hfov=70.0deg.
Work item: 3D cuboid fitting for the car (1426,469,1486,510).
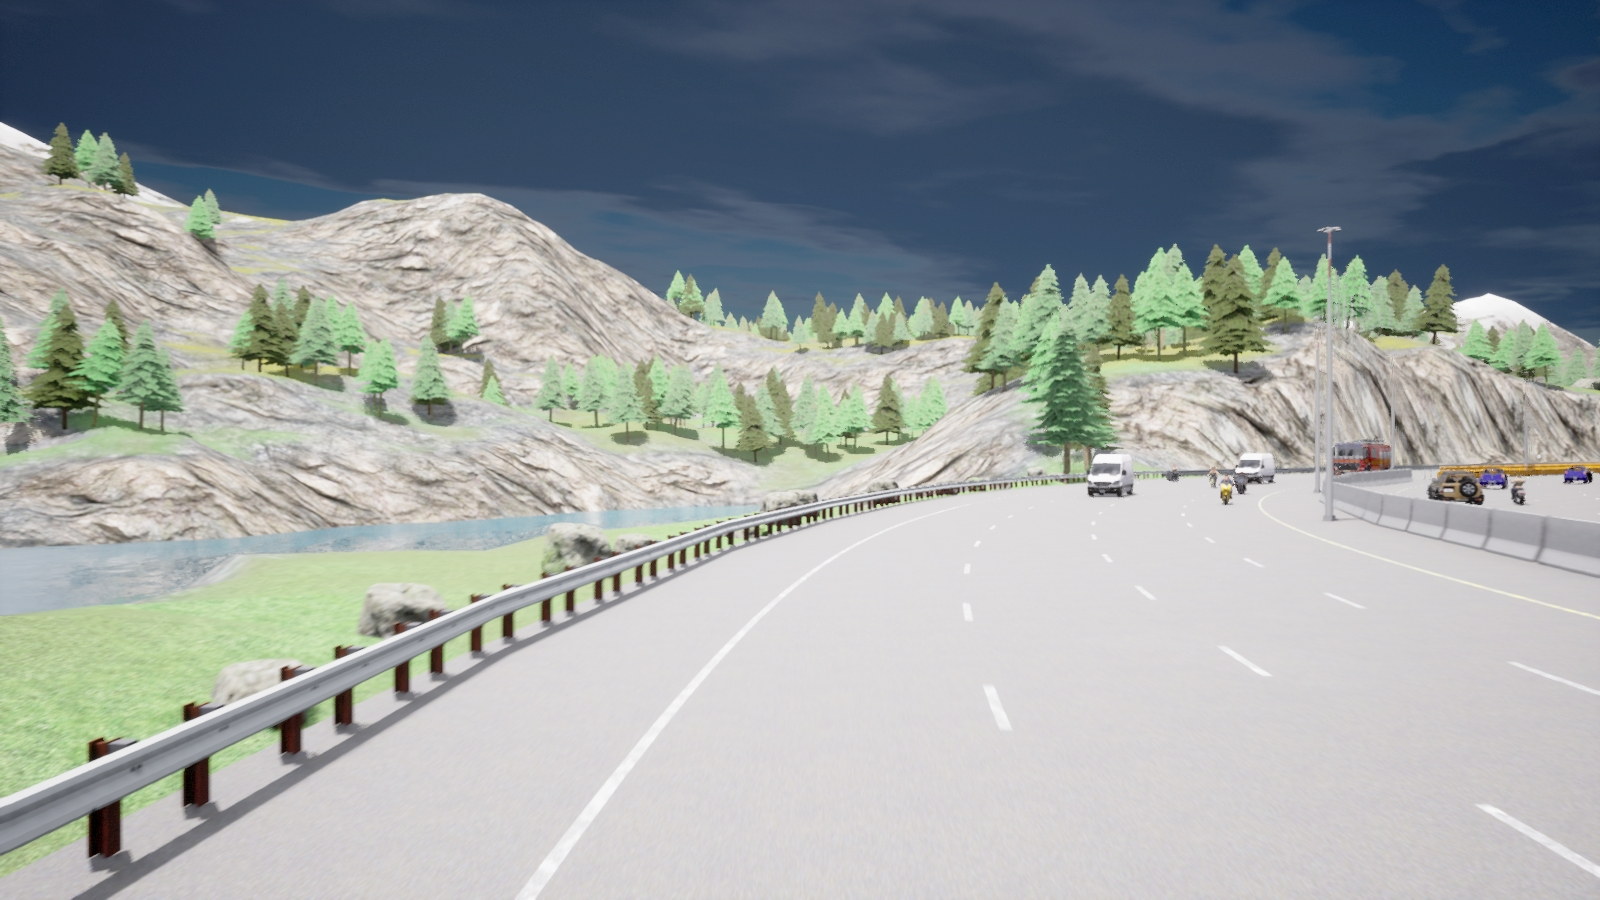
[{"bbox_3d":[32.116,1.905,56.062,1.932,1.855,4.605,0,0,22],"label":"car"}]

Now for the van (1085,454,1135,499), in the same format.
[{"bbox_3d":[18.951,1.558,69.647,1.988,2.561,5.915,0,0,25],"label":"van"}]

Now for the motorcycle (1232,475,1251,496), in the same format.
[{"bbox_3d":[27.929,2.240,72.230,0.867,1.251,2.209,0,0,27],"label":"motorcycle"}]

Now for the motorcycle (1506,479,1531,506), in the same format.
[{"bbox_3d":[37.489,2.194,59.649,0.764,1.325,2.356,1,0,25],"label":"motorcycle"}]

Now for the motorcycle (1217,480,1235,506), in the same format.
[{"bbox_3d":[21.854,2.204,58.618,0.803,1.217,2.033,1,0,21],"label":"motorcycle"}]
